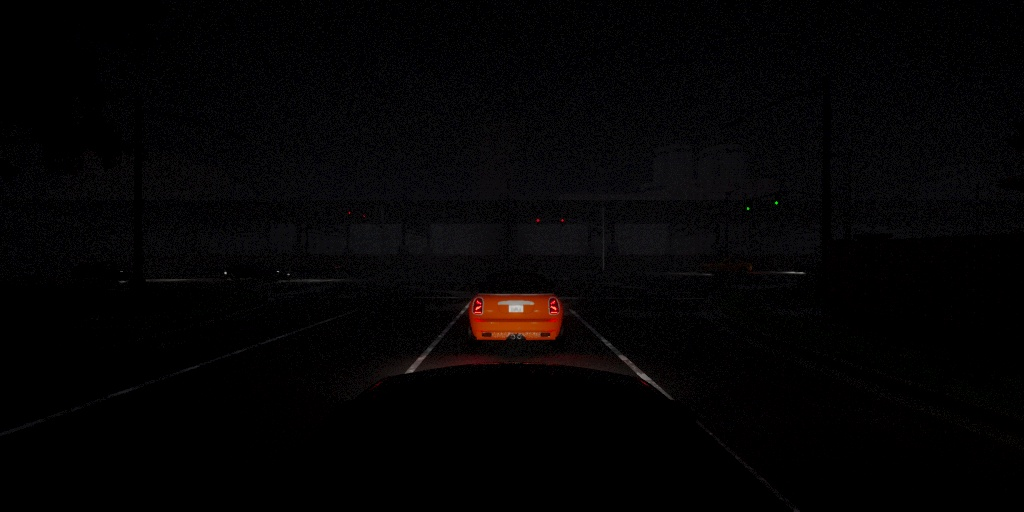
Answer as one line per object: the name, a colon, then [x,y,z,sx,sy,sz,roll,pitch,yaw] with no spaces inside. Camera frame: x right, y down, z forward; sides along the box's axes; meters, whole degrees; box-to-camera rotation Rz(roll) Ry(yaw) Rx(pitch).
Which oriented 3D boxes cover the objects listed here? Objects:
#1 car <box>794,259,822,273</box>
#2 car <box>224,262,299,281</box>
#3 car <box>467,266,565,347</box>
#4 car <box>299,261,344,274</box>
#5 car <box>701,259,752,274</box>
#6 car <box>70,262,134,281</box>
car: [33.133,1.065,38.768,4.181,1.385,1.994,-1,0,1]
car: [-20.767,1.242,29.433,4.902,1.511,2.128,0,0,1]
car: [0.083,1.103,9.490,2.097,1.767,4.553,0,0,0]
car: [-21.812,1.297,40.157,5.357,1.411,2.033,0,0,1]
car: [23.224,1.098,39.022,5.008,1.535,1.882,-1,0,1]
car: [-33.586,1.240,29.793,4.902,1.511,2.128,0,0,2]
